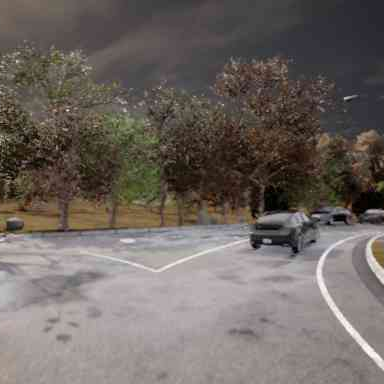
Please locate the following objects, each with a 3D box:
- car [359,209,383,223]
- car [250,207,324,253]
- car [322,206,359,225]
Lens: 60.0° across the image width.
[{"bbox_3d":[18.610,2.433,33.738,4.674,1.442,1.812,5,-4,-42],"label":"car"},{"bbox_3d":[4.006,1.544,14.101,1.837,1.490,4.892,-2,-1,32],"label":"car"},{"bbox_3d":[11.301,1.878,27.228,4.902,1.511,2.128,3,-3,-42],"label":"car"}]
